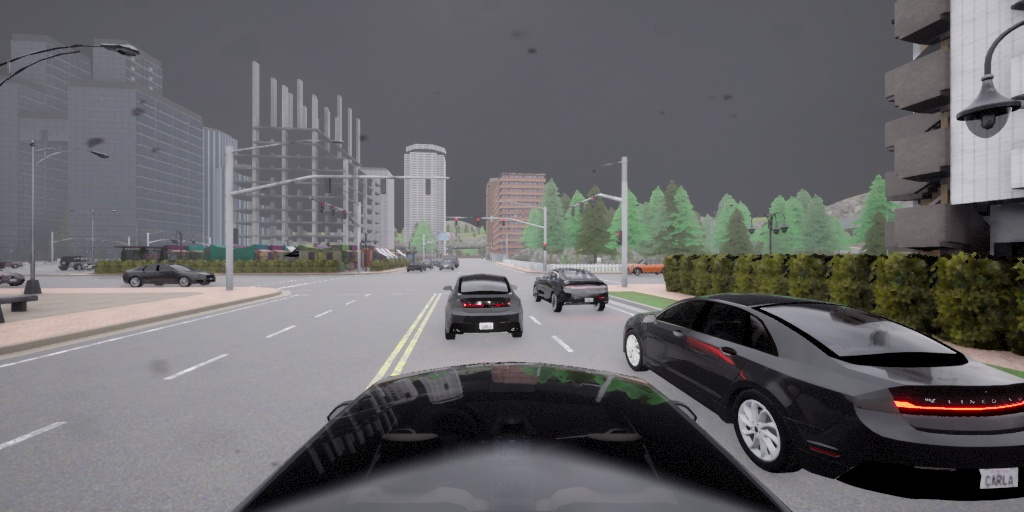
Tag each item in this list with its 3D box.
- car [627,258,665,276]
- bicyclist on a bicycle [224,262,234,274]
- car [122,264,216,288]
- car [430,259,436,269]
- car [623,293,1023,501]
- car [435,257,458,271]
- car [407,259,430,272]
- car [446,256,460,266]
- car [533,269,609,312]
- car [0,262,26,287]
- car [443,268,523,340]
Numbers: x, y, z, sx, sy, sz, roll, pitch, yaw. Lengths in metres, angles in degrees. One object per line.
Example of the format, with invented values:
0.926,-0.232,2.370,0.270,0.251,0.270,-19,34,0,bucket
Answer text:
14.058,1.102,37.499,4.553,1.767,2.097,0,0,-5,car
-29.516,1.011,37.408,0.582,1.620,1.656,0,5,-5,bicyclist on a bicycle
-22.378,1.255,23.549,4.892,1.490,1.837,0,0,-5,car
-13.169,1.255,55.317,1.837,1.490,4.892,0,0,-6,car
3.113,1.255,4.844,1.837,1.490,4.892,0,0,-4,car
-9.059,1.242,50.064,2.128,1.511,4.902,0,0,-6,car
-12.195,1.351,46.078,1.895,1.301,4.718,0,0,-4,car
-10.153,0.971,59.864,2.150,2.045,5.566,0,0,-6,car
2.140,1.242,14.205,2.128,1.511,4.902,0,0,-9,car
-33.907,1.276,22.537,4.674,1.442,1.812,0,0,-5,car
-0.857,1.255,10.090,1.837,1.490,4.892,0,0,-7,car
